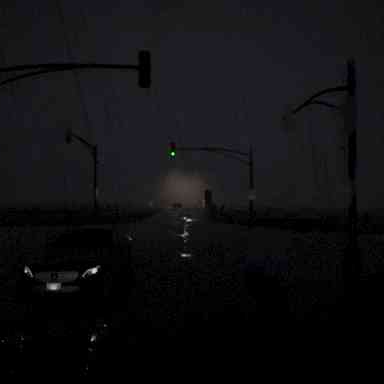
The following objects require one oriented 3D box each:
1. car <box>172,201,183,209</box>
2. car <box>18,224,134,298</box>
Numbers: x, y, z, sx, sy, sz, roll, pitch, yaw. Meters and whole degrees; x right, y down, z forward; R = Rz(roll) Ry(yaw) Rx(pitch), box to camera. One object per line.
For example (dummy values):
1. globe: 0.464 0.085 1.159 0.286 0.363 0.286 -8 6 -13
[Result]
1. car: -2.707 2.416 62.169 1.895 1.301 4.718 0 -1 0
2. car: -2.754 1.645 8.957 1.812 1.442 4.674 0 -1 0
